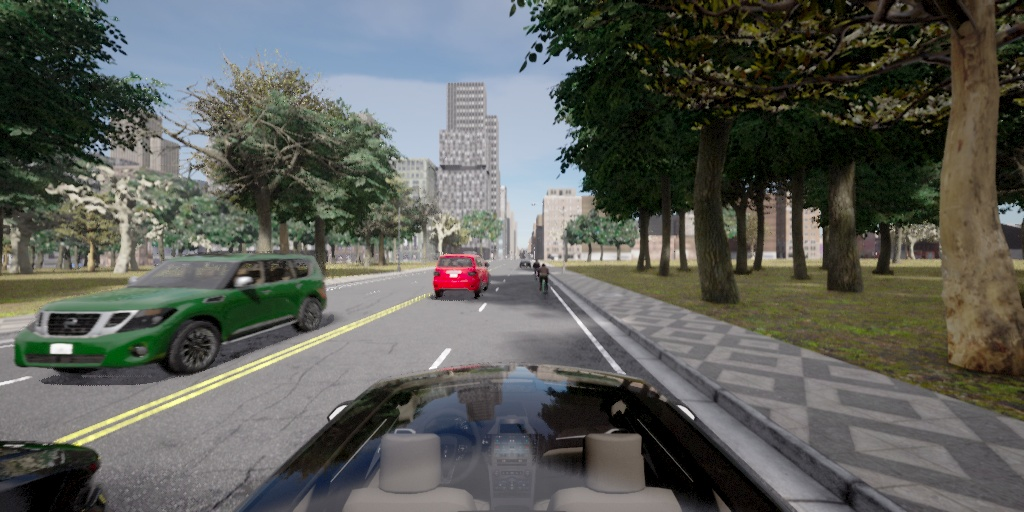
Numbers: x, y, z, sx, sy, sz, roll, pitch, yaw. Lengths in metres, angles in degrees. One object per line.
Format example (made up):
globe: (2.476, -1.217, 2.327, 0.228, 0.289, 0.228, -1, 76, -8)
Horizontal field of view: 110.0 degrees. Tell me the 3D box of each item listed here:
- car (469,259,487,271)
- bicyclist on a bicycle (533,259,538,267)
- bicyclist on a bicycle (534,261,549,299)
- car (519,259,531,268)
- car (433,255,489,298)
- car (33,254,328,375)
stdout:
car: (-4.767, 1.209, 51.267, 1.882, 1.535, 5.008, 0, 0, 2)
bicyclist on a bicycle: (1.867, 1.094, 27.233, 0.659, 1.776, 1.843, 0, 0, 2)
bicyclist on a bicycle: (1.505, 1.183, 17.016, 0.582, 1.620, 1.656, 0, 0, 2)
car: (2.268, 1.223, 60.966, 1.882, 1.535, 5.008, 0, 0, 2)
car: (-2.488, 0.950, 18.534, 2.150, 2.045, 5.566, 0, 0, 2)
car: (-6.308, 0.962, 7.840, 2.150, 2.045, 5.566, 0, 0, 2)
